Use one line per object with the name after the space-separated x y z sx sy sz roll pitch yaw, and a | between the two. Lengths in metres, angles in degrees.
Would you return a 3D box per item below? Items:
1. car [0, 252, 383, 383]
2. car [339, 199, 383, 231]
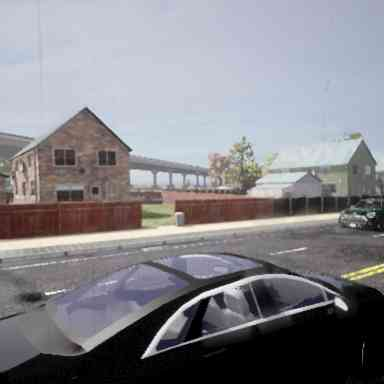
0.423 1.471 3.758 4.902 1.511 2.128 0 0 -36 | car
10.538 1.192 19.352 4.553 1.767 2.097 -1 0 -36 | car
